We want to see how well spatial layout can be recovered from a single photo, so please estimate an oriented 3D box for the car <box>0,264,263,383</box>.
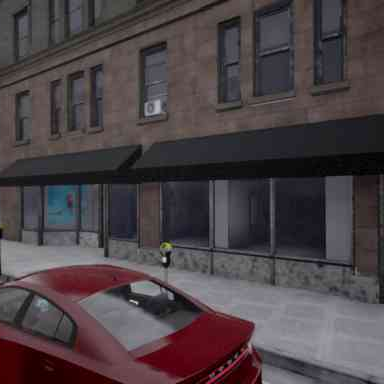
[{"bbox_3d":[-1.444,1.545,3.875,4.507,1.381,1.887,0,0,35],"label":"car"}]
